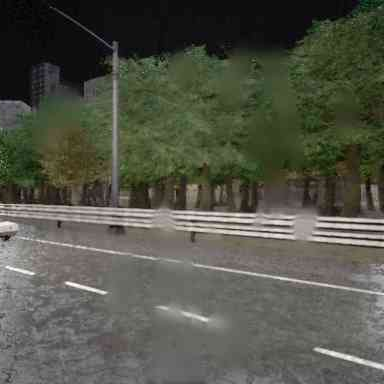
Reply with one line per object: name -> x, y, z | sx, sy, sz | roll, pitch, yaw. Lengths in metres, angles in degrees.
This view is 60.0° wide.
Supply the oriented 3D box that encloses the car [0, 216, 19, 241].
car -> -10.101, 1.611, 15.392 | 4.718, 1.301, 1.895 | 0, 0, 36
